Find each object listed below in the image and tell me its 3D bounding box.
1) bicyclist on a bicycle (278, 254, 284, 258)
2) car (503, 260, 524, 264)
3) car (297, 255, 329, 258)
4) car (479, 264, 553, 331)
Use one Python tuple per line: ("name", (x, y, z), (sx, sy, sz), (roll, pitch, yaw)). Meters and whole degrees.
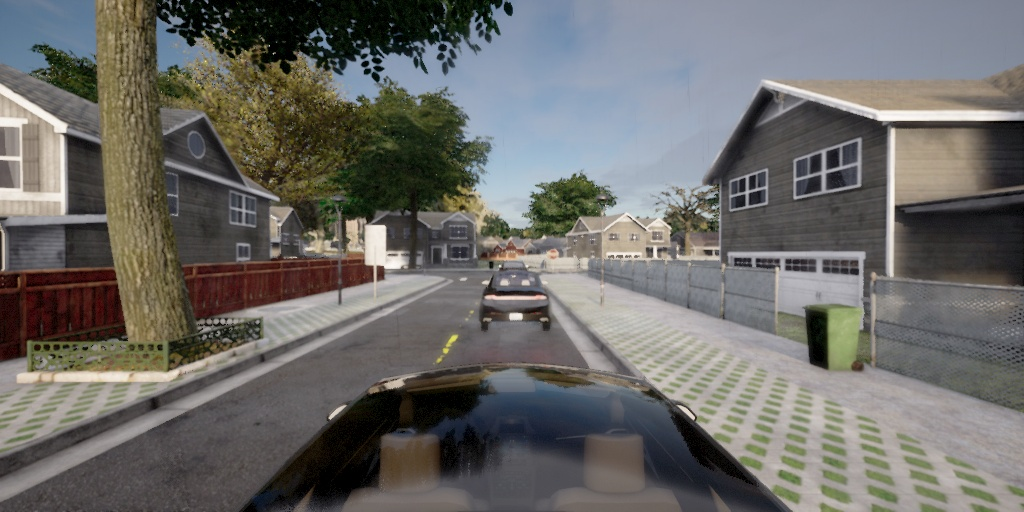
("bicyclist on a bicycle", (-22.346, 0.619, 34.706), (0.582, 1.620, 1.656), (0, 1, -12))
("car", (0.098, 1.046, 24.577), (1.882, 1.535, 5.008), (0, 0, 0))
("car", (-15.867, 0.758, 30.061), (4.553, 1.767, 2.097), (0, 0, -12))
("car", (0.098, 1.170, 10.711), (2.128, 1.511, 4.902), (0, 0, 0))
